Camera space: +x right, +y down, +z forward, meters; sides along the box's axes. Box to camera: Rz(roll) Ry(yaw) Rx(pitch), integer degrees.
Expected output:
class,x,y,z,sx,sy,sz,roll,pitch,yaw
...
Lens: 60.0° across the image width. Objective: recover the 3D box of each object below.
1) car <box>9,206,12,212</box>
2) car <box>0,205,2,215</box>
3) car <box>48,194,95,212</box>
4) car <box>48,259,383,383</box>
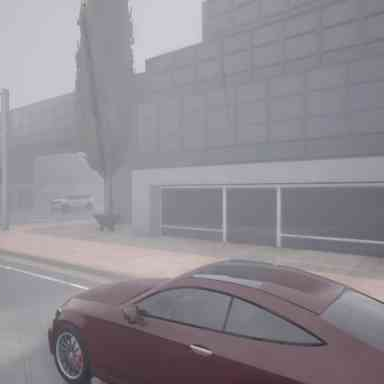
class,x,y,z,sx,sy,sz,roll,pitch,yaw
car,-20.016,1.611,31.802,1.895,1.301,4.718,0,0,36
car,-7.629,1.225,9.361,5.566,2.045,2.150,0,0,38
car,-14.253,1.232,39.853,2.150,2.045,5.566,0,0,36
car,0.350,1.526,3.717,4.674,1.442,1.812,0,0,35
